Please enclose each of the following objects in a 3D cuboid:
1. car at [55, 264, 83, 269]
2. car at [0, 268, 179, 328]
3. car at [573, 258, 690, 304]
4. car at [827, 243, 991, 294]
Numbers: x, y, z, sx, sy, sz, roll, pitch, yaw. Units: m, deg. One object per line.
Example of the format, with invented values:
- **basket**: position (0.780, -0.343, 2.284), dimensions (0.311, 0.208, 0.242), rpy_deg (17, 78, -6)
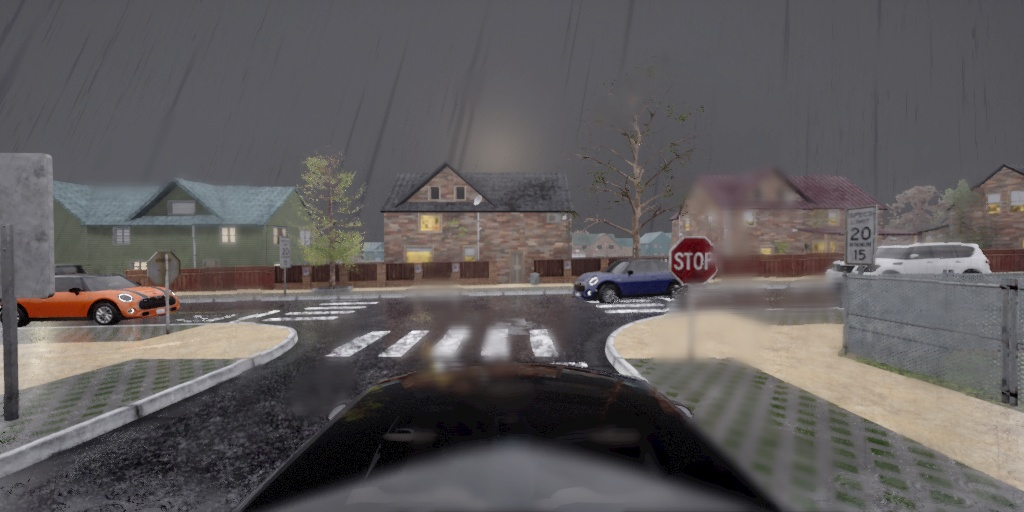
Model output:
- **car**: position (-21.816, 1.413, 15.646), dimensions (5.566, 2.045, 2.150), rpy_deg (-1, 1, -1)
- **car**: position (-14.690, 1.420, 12.679), dimensions (4.553, 1.767, 2.097), rpy_deg (-1, 1, 0)
- **car**: position (4.880, 0.922, 15.013), dimensions (4.553, 1.767, 2.097), rpy_deg (-2, 1, -10)
- **car**: position (17.201, 0.492, 15.682), dimensions (5.566, 2.045, 2.150), rpy_deg (-1, 1, 0)
